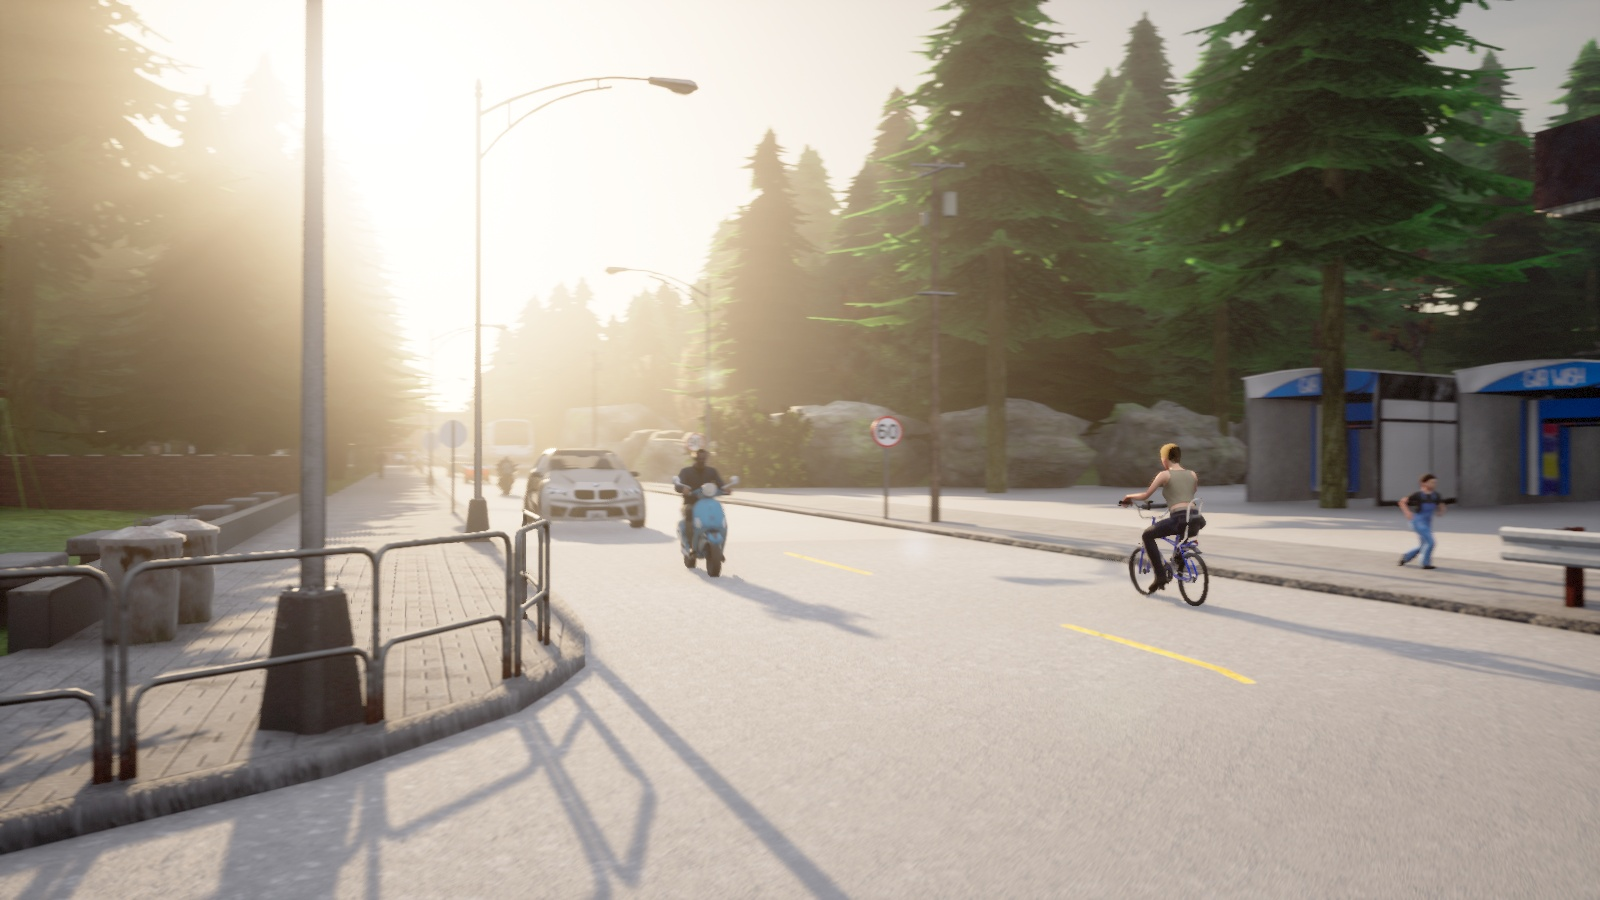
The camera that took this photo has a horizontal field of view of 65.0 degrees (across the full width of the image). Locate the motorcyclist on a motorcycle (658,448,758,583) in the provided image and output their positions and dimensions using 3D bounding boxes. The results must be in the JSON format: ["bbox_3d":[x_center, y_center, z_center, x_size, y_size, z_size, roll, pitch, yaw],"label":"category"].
[{"bbox_3d":[-1.188,0.774,15.818,0.866,1.590,1.817,0,0,-17],"label":"motorcyclist on a motorcycle"}]

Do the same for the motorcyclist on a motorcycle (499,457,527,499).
[{"bbox_3d":[-10.774,1.034,47.088,0.866,1.530,2.191,0,0,-17],"label":"motorcyclist on a motorcycle"}]

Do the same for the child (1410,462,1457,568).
[{"bbox_3d":[7.682,0.774,15.232,0.270,1.263,0.437,0,0,-23],"label":"child"}]

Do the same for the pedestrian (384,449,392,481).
[{"bbox_3d":[-24.043,0.878,73.325,0.370,1.835,0.726,0,0,-14],"label":"pedestrian"}]

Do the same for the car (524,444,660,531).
[{"bbox_3d":[-4.529,0.727,26.714,2.242,1.667,4.611,0,0,-17],"label":"car"}]

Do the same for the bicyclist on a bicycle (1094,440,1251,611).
[{"bbox_3d":[3.758,0.725,12.807,0.866,1.612,1.509,-1,0,-14],"label":"bicyclist on a bicycle"}]

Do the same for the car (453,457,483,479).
[{"bbox_3d":[-23.491,1.241,88.742,1.837,1.490,4.892,0,0,-17],"label":"car"}]

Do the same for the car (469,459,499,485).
[{"bbox_3d":[-16.975,1.169,67.385,1.481,1.376,2.207,0,-1,-17],"label":"car"}]
